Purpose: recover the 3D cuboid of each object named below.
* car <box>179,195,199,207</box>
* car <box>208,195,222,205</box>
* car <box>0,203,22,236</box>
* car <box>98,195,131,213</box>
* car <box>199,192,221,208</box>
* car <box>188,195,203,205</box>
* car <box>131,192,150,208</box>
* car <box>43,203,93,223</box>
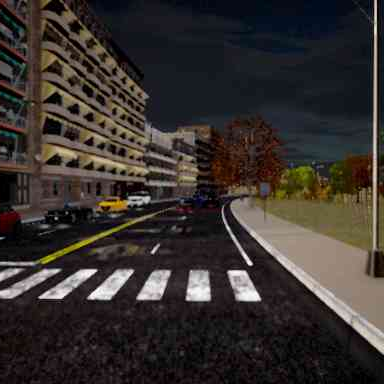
[{"bbox_3d":[-0.613,1.296,45.939,2.128,1.511,4.902,0,0,6],"label":"car"},{"bbox_3d":[3.946,1.282,56.202,2.128,1.511,4.902,0,0,8],"label":"car"},{"bbox_3d":[-9.504,1.267,14.549,2.097,1.767,4.553,0,0,2],"label":"car"},{"bbox_3d":[-8.227,1.309,34.890,1.882,1.535,5.008,0,0,5],"label":"car"},{"bbox_3d":[2.625,1.031,45.651,2.150,2.045,5.566,0,0,6],"label":"car"},{"bbox_3d":[0.666,1.263,56.221,1.882,1.535,5.008,0,0,8],"label":"car"},{"bbox_3d":[-7.206,1.020,45.411,2.150,2.045,5.566,0,0,6],"label":"car"},{"bbox_3d":[-9.020,1.474,24.621,1.895,1.301,4.718,0,0,4],"label":"car"}]
